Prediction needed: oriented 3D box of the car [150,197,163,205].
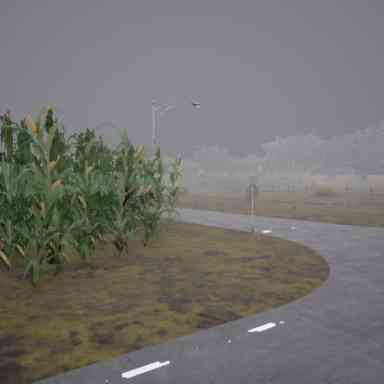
[{"bbox_3d":[-4.877,0.798,35.192,1.837,1.490,4.892,-1,2,-35],"label":"car"}]
